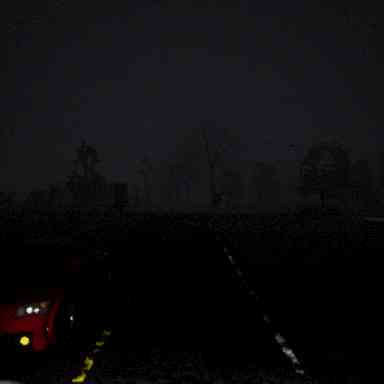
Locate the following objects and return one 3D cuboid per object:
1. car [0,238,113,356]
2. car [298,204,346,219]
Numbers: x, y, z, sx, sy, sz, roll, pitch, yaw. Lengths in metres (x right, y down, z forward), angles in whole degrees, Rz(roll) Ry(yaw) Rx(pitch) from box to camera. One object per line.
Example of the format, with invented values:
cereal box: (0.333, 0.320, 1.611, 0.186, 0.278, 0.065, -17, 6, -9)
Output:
car: (-2.855, 1.608, 6.237, 1.994, 1.385, 4.181, 0, 0, 0)
car: (13.860, 2.043, 35.494, 4.902, 1.511, 2.128, 1, 0, 0)
